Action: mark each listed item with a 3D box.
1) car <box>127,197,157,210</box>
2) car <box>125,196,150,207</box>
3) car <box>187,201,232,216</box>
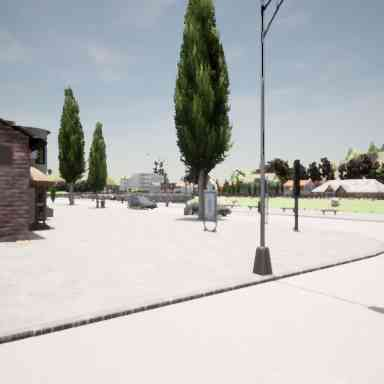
[{"bbox_3d":[-6.412,1.543,42.391,2.033,1.411,5.357,0,0,-36],"label":"car"},{"bbox_3d":[-8.664,1.473,52.714,1.882,1.535,5.008,0,0,-36],"label":"car"},{"bbox_3d":[1.360,1.544,31.560,2.033,1.411,5.357,0,0,-36],"label":"car"}]
